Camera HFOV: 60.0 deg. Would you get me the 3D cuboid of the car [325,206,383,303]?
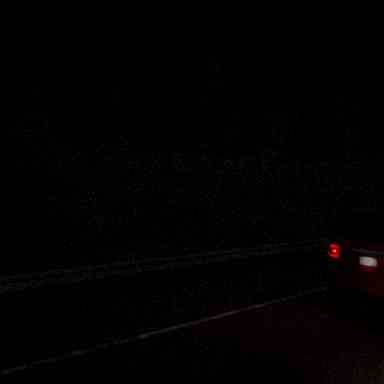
[{"bbox_3d":[5.268,1.322,7.342,5.566,2.045,2.150,0,-1,-35],"label":"car"}]
